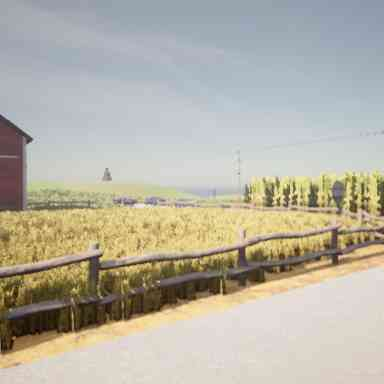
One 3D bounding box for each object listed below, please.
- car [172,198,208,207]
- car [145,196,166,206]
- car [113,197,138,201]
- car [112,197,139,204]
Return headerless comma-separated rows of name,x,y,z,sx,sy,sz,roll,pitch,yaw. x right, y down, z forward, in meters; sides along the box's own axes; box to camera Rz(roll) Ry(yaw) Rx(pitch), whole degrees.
car,-0.322,1.452,38.523,2.033,1.411,5.357,0,0,-35
car,-5.726,1.416,51.917,1.812,1.442,4.674,0,0,-35
car,-10.920,1.560,53.627,1.895,1.301,4.718,0,0,-35
car,-11.998,1.494,59.720,4.718,1.301,1.895,0,0,33
